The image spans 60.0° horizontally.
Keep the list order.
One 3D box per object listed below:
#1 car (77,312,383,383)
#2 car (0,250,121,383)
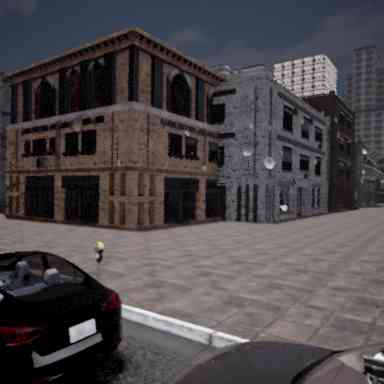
[{"bbox_3d":[1.663,1.561,1.672,4.403,1.369,2.008,0,1,35],"label":"car"},{"bbox_3d":[-2.895,1.556,4.878,4.313,1.339,1.947,0,1,35],"label":"car"}]
